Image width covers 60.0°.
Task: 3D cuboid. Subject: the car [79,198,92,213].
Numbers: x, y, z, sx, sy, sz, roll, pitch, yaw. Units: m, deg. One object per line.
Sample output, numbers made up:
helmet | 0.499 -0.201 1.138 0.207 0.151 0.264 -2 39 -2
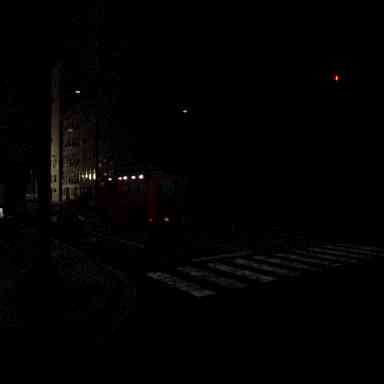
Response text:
car | -10.848 1.606 37.278 1.802 1.307 4.206 1 0 -36

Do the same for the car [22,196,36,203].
car | -33.640 1.543 68.676 1.752 1.417 4.829 0 0 -36

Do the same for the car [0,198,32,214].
car | -17.338 1.521 32.558 2.008 1.369 4.403 1 0 -36

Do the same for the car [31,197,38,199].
car | -27.057 1.598 59.607 1.802 1.307 4.206 0 0 -36

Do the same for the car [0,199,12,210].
car | -23.822 1.549 41.491 1.802 1.307 4.206 1 0 -36

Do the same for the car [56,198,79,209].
car | -17.433 1.546 46.343 1.752 1.417 4.829 1 0 -36

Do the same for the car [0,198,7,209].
car | -27.064 1.516 45.957 2.008 1.369 4.403 1 0 -36

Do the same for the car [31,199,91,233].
car | -7.611 1.415 19.160 1.967 1.590 4.097 1 0 -36

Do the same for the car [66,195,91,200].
car | -14.088 1.337 41.745 2.192 1.841 5.009 1 0 -36

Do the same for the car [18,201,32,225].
car | -10.854 1.555 23.626 1.802 1.307 4.206 1 0 -36

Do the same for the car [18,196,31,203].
car | -36.782 1.565 73.004 1.887 1.381 4.507 0 0 -36

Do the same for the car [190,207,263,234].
car | 2.119 1.581 19.415 2.008 1.369 4.403 1 0 -36

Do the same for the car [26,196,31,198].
car | -30.298 1.598 64.072 1.802 1.307 4.206 0 0 -36

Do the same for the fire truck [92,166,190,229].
fire truck | -3.885 0.352 23.227 2.891 3.827 8.468 0 0 -36

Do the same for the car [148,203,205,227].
car | -1.222 1.554 24.019 1.752 1.417 4.829 1 0 -36

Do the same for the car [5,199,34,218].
car | -14.096 1.522 28.092 2.008 1.369 4.403 1 0 -36
